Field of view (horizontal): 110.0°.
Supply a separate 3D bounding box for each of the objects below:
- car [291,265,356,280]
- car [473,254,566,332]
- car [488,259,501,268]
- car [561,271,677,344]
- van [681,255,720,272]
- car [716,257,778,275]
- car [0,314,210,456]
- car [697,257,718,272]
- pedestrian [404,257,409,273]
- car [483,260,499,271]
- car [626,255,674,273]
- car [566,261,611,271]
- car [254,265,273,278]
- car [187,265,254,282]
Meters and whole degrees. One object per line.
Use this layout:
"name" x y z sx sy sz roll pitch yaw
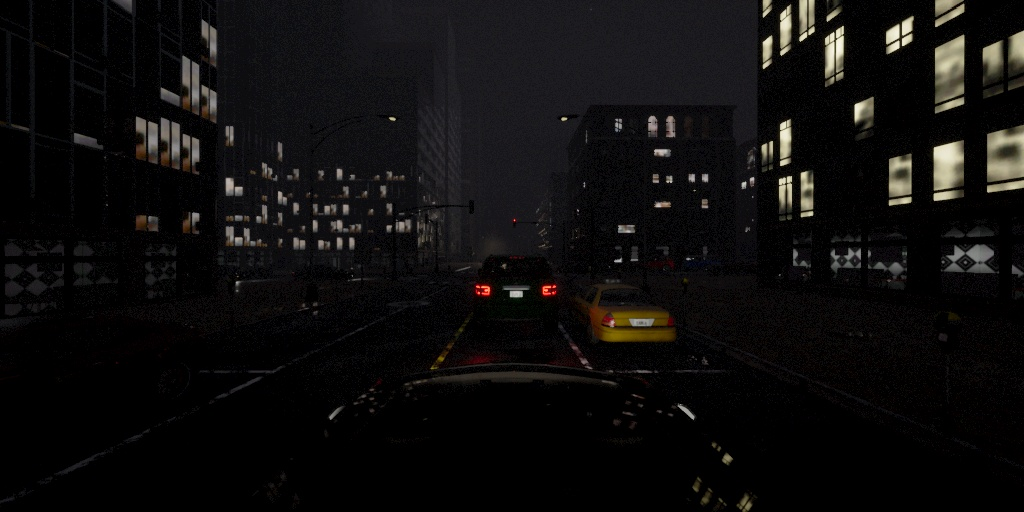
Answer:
"car" -17.723 1.515 33.769 5.357 1.411 2.033 -1 0 -1
"car" 0.089 0.971 10.937 2.150 2.045 5.566 0 0 0
"car" -2.888 1.300 60.721 2.033 1.411 5.357 0 0 0
"car" 2.558 1.275 9.384 1.751 1.417 4.829 0 0 0
"van" 20.940 0.799 39.669 3.998 1.789 1.690 0 0 -1
"car" 21.056 1.019 31.789 4.507 1.381 1.888 0 0 -1
"car" -5.317 1.332 3.647 1.802 1.307 4.207 0 0 0
"car" 22.356 1.047 37.219 4.718 1.301 1.895 -1 0 -1
"pedestrian" -12.392 1.020 42.205 0.375 1.860 0.375 0 1 -1
"car" -2.886 1.299 50.584 2.033 1.411 5.357 0 0 -1
"car" 15.284 0.844 39.603 5.009 1.841 2.192 0 0 -1
"car" 7.345 1.183 36.619 5.357 1.411 2.033 -1 0 -7
"car" -28.441 1.649 39.004 4.403 1.370 2.007 0 0 -1
"car" -27.537 1.603 33.634 4.892 1.490 1.837 -1 0 -1
